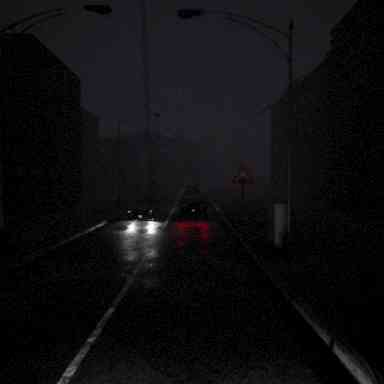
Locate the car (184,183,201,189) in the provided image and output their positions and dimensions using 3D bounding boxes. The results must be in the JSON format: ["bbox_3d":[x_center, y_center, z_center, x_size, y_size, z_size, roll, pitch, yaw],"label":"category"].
[{"bbox_3d":[0.066,-0.419,41.476,2.128,1.511,4.902,0,4,0],"label":"car"}]

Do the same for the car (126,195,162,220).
[{"bbox_3d":[-3.101,0.953,22.612,2.033,1.411,5.357,0,3,0],"label":"car"}]

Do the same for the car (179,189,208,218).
[{"bbox_3d":[0.084,0.853,23.166,1.882,1.535,5.008,0,3,0],"label":"car"}]
